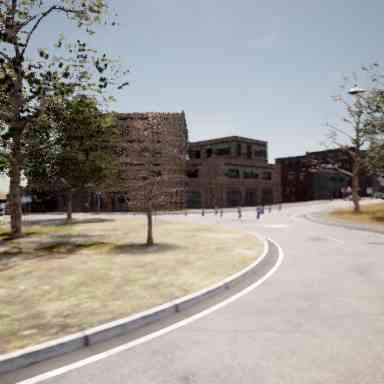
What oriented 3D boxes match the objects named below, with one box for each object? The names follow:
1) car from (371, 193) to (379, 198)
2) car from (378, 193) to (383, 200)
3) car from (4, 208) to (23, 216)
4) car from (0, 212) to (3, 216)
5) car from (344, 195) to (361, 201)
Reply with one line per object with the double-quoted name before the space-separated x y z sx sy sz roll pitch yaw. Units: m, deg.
"car" 44.288 0.853 79.034 4.553 1.767 2.097 -2 0 -44
"car" 43.976 1.130 74.224 4.718 1.301 1.895 -2 0 -44
"car" -36.741 4.421 68.532 2.163 1.488 4.792 0 -4 -33
"car" -45.823 5.678 82.302 2.002 1.452 4.674 0 -4 -33
"car" 32.859 1.374 68.046 4.902 1.511 2.128 -2 0 -44
